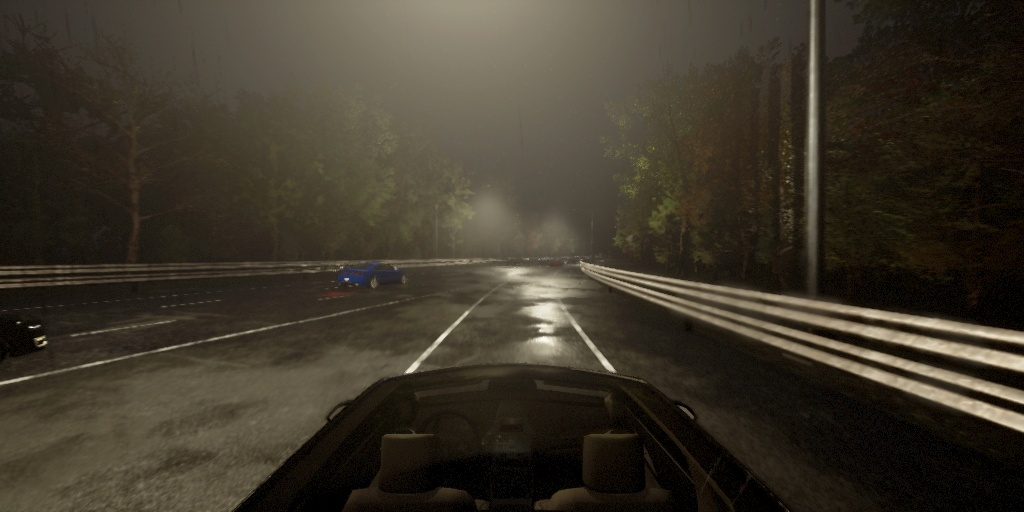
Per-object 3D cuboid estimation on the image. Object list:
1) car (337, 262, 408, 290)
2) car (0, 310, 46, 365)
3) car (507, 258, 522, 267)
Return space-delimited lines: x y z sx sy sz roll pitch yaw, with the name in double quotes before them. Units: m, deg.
"car" -8.319 1.122 21.967 1.882 1.535 5.008 1 0 17
"car" -9.900 1.188 4.593 1.837 1.490 4.892 1 0 17
"car" 0.458 1.095 63.189 1.837 1.490 4.892 1 0 17
